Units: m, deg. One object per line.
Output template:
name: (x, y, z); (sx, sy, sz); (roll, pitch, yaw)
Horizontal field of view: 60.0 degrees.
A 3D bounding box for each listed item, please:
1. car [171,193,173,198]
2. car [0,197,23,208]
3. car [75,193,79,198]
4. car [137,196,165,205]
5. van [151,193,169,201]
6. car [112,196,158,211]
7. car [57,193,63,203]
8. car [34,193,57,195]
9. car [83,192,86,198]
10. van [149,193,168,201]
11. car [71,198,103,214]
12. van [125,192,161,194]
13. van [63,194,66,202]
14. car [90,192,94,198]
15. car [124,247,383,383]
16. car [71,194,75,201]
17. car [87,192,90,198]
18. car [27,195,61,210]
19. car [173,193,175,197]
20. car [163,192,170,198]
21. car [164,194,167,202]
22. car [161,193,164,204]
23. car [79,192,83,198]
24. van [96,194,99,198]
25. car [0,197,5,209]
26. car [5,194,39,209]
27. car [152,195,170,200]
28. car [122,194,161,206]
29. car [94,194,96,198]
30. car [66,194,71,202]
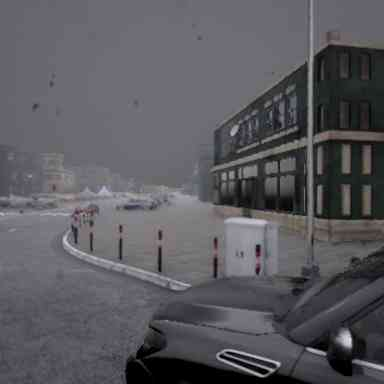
car: (-7.877, 1.198, 77.253); (5.566, 2.045, 2.435); (0, 0, -1)
car: (-27.347, 1.518, 48.095); (4.674, 1.452, 2.002); (0, 0, -1)
car: (-28.012, 1.233, 72.906); (4.553, 1.767, 2.185); (0, 0, -1)
car: (-7.488, 1.540, 60.585); (4.892, 1.521, 2.231); (0, 0, -1)
van: (-7.926, 1.202, 82.812); (4.442, 1.987, 1.878); (0, 0, -1)
car: (-7.046, 1.637, 41.251); (4.792, 1.488, 2.163); (0, 0, -1)
car: (-27.516, 1.412, 61.886); (5.366, 1.575, 1.946); (0, 0, -1)
car: (-27.657, 1.177, 59.123); (5.566, 2.045, 2.435); (0, 0, -1)
car: (-28.116, 1.338, 78.420); (4.892, 1.521, 2.231); (0, 0, -1)
van: (-8.090, 1.210, 80.029); (4.442, 1.987, 1.878); (0, 0, -1)
car: (-11.338, 1.666, 36.482); (1.994, 1.385, 4.181); (0, 0, -3)
van: (-7.338, 1.373, 49.590); (4.442, 1.987, 1.878); (0, 0, -1)
van: (-27.653, 1.174, 64.640); (4.442, 1.987, 1.878); (0, 0, -1)
car: (-28.257, 1.321, 83.932); (4.892, 1.521, 2.231); (0, 0, -1)
car: (2.063, 1.246, 2.091); (5.566, 2.045, 2.150); (0, -1, 36)
car: (-27.942, 1.245, 70.150); (4.553, 1.767, 2.185); (0, 0, -1)
car: (-28.187, 1.329, 81.176); (4.892, 1.521, 2.231); (0, 0, -1)
car: (-19.712, 1.531, 44.466); (1.837, 1.490, 4.892); (0, 1, -2)
car: (-8.345, 1.145, 93.923); (5.566, 2.045, 2.435); (0, 0, -1)
car: (-7.533, 1.271, 63.361); (5.566, 2.045, 2.435); (0, 0, -1)
car: (-7.434, 1.554, 57.931); (5.008, 1.535, 2.097); (0, 0, -1)
car: (-7.326, 1.447, 55.028); (4.553, 1.767, 2.185); (0, 0, -1)
car: (-28.020, 1.222, 75.664); (4.553, 1.767, 2.185); (0, 0, -1)
van: (-28.288, 1.081, 89.570); (4.442, 1.987, 1.878); (0, 0, -1)
car: (-27.177, 1.364, 42.579); (4.553, 1.767, 2.185); (0, 0, -1)
car: (-22.714, 1.505, 44.881); (1.837, 1.490, 4.892); (0, 2, -2)
car: (-8.211, 1.438, 88.366); (4.792, 1.488, 2.163); (0, 0, -1)
car: (-7.119, 1.480, 46.686); (4.553, 1.767, 2.185); (0, 0, -1)
car: (-28.327, 1.314, 86.687); (4.892, 1.521, 2.231); (0, 0, -1)
car: (-27.847, 1.385, 67.395); (5.008, 1.535, 2.097); (0, 0, -1)
